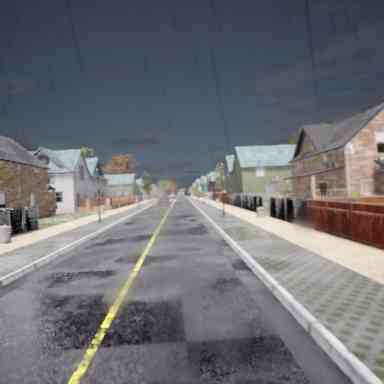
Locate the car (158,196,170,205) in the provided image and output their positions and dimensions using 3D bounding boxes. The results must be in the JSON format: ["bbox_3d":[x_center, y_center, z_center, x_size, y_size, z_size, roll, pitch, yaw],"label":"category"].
[{"bbox_3d":[-4.641,1.423,55.562,2.033,1.411,5.357,-3,0,-2],"label":"car"}]
